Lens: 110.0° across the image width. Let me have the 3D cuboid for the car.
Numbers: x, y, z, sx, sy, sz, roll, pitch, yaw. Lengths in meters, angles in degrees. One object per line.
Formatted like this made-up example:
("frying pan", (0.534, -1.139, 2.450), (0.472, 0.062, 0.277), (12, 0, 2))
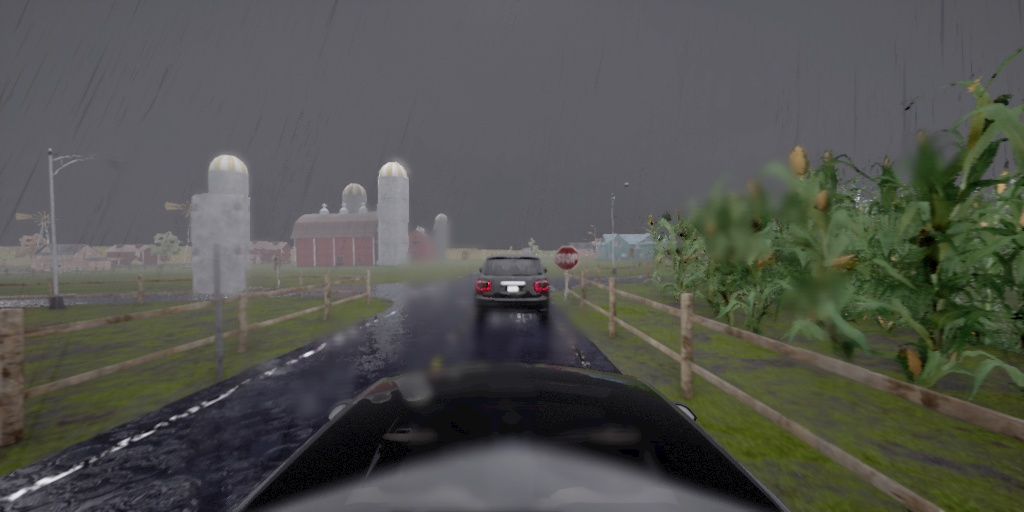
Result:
("car", (0.043, 0.960, 12.098), (2.150, 2.045, 5.566), (0, 0, 0))
